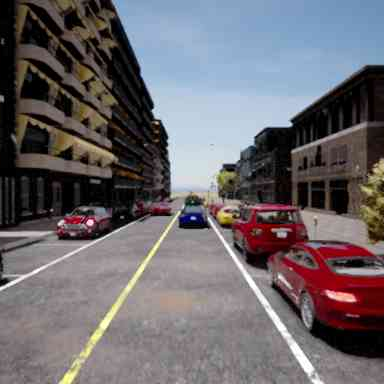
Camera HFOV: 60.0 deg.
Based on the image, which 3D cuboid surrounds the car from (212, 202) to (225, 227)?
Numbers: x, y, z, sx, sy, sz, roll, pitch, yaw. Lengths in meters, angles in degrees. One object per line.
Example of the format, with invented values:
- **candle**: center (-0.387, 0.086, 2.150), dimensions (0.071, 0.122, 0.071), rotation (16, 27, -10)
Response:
- **car**: center (2.671, 1.633, 23.814), dimensions (1.752, 1.417, 4.829), rotation (-1, 0, 0)

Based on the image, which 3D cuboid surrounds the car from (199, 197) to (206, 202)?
- **car**: center (2.646, 1.986, 86.094), dimensions (1.802, 1.307, 4.206), rotation (-1, 0, 0)

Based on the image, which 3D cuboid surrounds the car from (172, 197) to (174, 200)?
- **car**: center (-5.732, 1.944, 80.442), dimensions (1.947, 1.339, 4.313), rotation (-1, 0, 0)

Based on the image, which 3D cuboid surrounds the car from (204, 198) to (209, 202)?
- **car**: center (2.659, 1.766, 52.200), dimensions (1.752, 1.417, 4.829), rotation (-1, 0, 0)

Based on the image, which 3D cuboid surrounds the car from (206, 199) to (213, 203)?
- **car**: center (2.666, 1.742, 34.998), dimensions (1.802, 1.307, 4.206), rotation (-1, 0, 0)

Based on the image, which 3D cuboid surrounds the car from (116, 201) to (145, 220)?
- **car**: center (-5.711, 1.700, 29.345), dimensions (1.947, 1.339, 4.313), rotation (-1, 0, 0)

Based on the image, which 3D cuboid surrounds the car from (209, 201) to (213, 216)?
- **car**: center (2.669, 1.715, 29.321), dimensions (1.802, 1.307, 4.206), rotation (-1, 0, 0)

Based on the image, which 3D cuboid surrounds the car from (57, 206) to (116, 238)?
- **car**: center (-5.714, 1.522, 17.991), dimensions (1.967, 1.590, 4.097), rotation (-1, 0, 0)

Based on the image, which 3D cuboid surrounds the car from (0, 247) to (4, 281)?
- **car**: center (-5.688, 1.471, 6.636), dimensions (1.967, 1.590, 4.097), rotation (-1, 0, 0)

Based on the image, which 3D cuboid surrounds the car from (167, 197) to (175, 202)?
- **car**: center (-5.737, 1.984, 91.796), dimensions (2.008, 1.369, 4.403), rotation (-1, 0, 0)

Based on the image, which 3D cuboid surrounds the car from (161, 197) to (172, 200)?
- **car**: center (-5.728, 1.867, 69.088), dimensions (1.887, 1.381, 4.507), rotation (-1, 0, 0)

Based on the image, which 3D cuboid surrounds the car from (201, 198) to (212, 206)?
- **car**: center (2.655, 1.839, 63.385), dimensions (1.887, 1.381, 4.507), rotation (-1, 0, 0)

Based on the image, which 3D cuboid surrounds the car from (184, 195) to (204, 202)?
- **car**: center (0.083, 1.429, 45.262), dimensions (2.150, 2.045, 5.566), rotation (0, 0, 0)

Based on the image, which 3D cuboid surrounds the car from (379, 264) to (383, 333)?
- **car**: center (2.700, 1.445, 0.936), dimensions (1.967, 1.590, 4.097), rotation (-1, 0, 0)

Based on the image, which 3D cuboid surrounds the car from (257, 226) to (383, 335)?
- **car**: center (2.678, 1.612, 6.611), dimensions (1.802, 1.307, 4.206), rotation (-1, 0, 0)

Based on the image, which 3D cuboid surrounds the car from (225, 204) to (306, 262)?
- **car**: center (2.673, 1.371, 12.290), dimensions (2.192, 1.841, 5.009), rotation (-1, 0, 0)

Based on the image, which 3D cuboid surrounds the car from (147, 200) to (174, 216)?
- **car**: center (-3.108, 1.758, 34.408), dimensions (1.895, 1.301, 4.718), rotation (0, 0, 0)

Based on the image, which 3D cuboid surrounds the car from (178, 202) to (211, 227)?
- **car**: center (0.085, 1.670, 23.477), dimensions (1.994, 1.385, 4.181), rotation (0, 0, 0)

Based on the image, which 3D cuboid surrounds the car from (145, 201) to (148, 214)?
- **car**: center (-5.714, 1.705, 35.023), dimensions (1.887, 1.381, 4.507), rotation (-1, 0, 0)

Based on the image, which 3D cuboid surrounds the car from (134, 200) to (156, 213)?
- **car**: center (-5.716, 1.738, 40.701), dimensions (2.008, 1.369, 4.403), rotation (-1, 0, 0)
